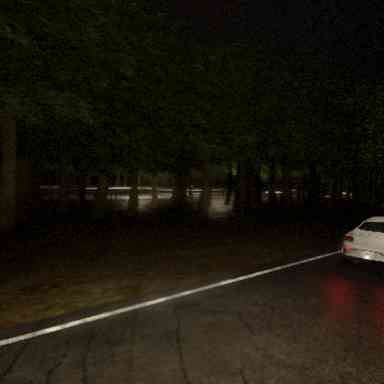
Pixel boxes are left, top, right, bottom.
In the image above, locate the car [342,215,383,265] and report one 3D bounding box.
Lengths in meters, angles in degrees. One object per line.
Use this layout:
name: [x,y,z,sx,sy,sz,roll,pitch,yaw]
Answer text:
car: [6.254,1.450,10.185,4.674,1.442,1.812,0,2,-43]
